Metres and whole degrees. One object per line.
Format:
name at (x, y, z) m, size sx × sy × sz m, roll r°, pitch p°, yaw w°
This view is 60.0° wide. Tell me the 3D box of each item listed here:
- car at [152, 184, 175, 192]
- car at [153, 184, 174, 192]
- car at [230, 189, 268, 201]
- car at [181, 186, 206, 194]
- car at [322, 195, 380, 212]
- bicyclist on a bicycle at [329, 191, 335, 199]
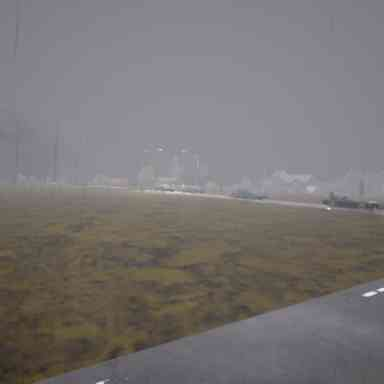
car at (-5.744, -0.866, 65.371) m, size 2.033 × 1.411 × 5.357 m, roll 1°, pitch 2°, yaw -35°
car at (-4.911, -0.660, 59.366) m, size 1.994 × 1.385 × 4.181 m, roll 1°, pitch 2°, yaw -35°
car at (7.109, 0.315, 41.990) m, size 2.033 × 1.411 × 5.357 m, roll 1°, pitch 2°, yaw -35°
car at (0.205, -0.394, 56.925) m, size 2.033 × 1.411 × 5.357 m, roll 1°, pitch 2°, yaw -34°
car at (14.773, 1.026, 31.005) m, size 1.895 × 1.301 × 4.718 m, roll 1°, pitch 2°, yaw -35°
bicyclist on a bicycle at (16.426, 0.715, 39.098) m, size 1.656 × 1.620 × 0.582 m, roll 1°, pitch 2°, yaw -35°
